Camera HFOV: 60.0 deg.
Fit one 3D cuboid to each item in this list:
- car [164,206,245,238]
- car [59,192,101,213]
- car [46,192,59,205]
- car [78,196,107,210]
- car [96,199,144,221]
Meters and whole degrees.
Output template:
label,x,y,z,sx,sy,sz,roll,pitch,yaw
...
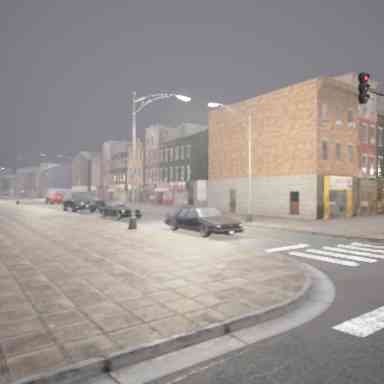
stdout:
label,x,y,z,sx,sy,sz,roll,pitch,yaw
car,0.428,1.491,17.877,2.033,1.411,5.357,1,0,-33
car,-11.807,1.047,34.811,2.150,2.045,5.566,1,0,-35
car,-22.131,1.082,54.125,2.150,2.045,5.566,1,0,-35
car,-12.090,1.325,40.236,1.882,1.535,5.008,1,0,-36
car,-5.631,1.472,26.220,1.895,1.301,4.718,1,0,-36
